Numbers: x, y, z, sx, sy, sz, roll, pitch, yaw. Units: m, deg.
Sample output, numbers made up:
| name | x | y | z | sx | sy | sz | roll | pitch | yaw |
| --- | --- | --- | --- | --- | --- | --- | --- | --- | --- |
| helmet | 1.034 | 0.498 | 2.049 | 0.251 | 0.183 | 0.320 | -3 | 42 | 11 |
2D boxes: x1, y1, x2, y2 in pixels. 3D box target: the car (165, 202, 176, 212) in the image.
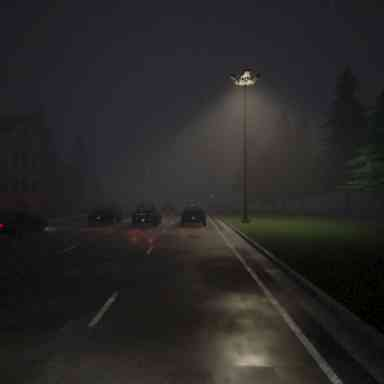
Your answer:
| name | x | y | z | sx | sy | sz | roll | pitch | yaw |
| --- | --- | --- | --- | --- | --- | --- | --- | --- | --- |
| car | -3.413 | 2.131 | 48.946 | 1.812 | 1.442 | 4.674 | 0 | -1 | 0 |

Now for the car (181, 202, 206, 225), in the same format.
| name | x | y | z | sx | sy | sz | roll | pitch | yaw |
| --- | --- | --- | --- | --- | --- | --- | --- | --- | --- |
| car | 0.101 | 1.813 | 27.041 | 1.882 | 1.535 | 5.008 | 0 | -1 | 0 |

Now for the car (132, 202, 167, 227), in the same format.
| name | x | y | z | sx | sy | sz | roll | pitch | yaw |
| --- | --- | --- | --- | --- | --- | --- | --- | --- | --- |
| car | -3.399 | 1.810 | 25.665 | 2.128 | 1.511 | 4.902 | 0 | -1 | 0 |

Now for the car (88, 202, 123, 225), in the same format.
| name | x | y | z | sx | sy | sz | roll | pitch | yaw |
| --- | --- | --- | --- | --- | --- | --- | --- | --- | --- |
| car | -6.900 | 1.812 | 27.035 | 1.882 | 1.535 | 5.008 | 0 | -1 | 0 |

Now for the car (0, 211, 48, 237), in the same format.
| name | x | y | z | sx | sy | sz | roll | pitch | yaw |
| --- | --- | --- | --- | --- | --- | --- | --- | --- | --- |
| car | -10.399 | 1.788 | 19.457 | 2.033 | 1.411 | 5.357 | 0 | -1 | 0 |

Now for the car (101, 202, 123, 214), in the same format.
| name | x | y | z | sx | sy | sz | roll | pitch | yaw |
| --- | --- | --- | --- | --- | --- | --- | --- | --- | --- |
| car | -10.449 | 2.066 | 43.725 | 1.812 | 1.442 | 4.674 | 0 | 0 | 1 |
